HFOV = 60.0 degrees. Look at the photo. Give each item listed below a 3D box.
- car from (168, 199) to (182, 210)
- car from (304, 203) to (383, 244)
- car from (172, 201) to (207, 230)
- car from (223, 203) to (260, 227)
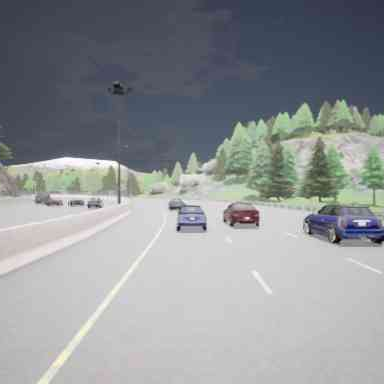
[{"bbox_3d":[-2.008,1.566,42.448,1.994,1.385,4.181,0,0,-8],"label":"car"},{"bbox_3d":[7.038,1.353,15.952,2.097,1.767,4.553,0,0,-1],"label":"car"},{"bbox_3d":[-0.084,1.548,21.238,2.033,1.411,5.357,0,0,-2],"label":"car"},{"bbox_3d":[3.310,1.479,23.093,1.882,1.535,5.008,0,0,-3],"label":"car"}]
